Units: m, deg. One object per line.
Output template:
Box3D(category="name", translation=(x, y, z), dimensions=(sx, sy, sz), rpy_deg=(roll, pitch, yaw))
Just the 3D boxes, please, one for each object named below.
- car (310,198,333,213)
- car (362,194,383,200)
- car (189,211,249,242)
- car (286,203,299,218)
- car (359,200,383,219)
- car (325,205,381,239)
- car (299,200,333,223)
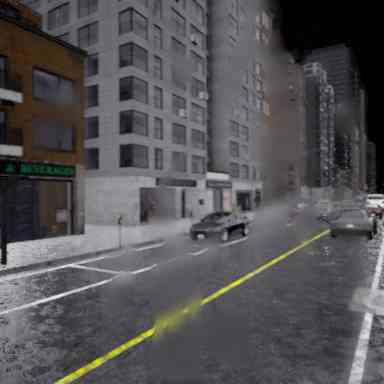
Box3D(category="car", translation=(15.888, 1.611, 40.708), dimensions=(1.967, 1.590, 4.097), rpy_deg=(-1, 0, 31))
Box3D(category="car", translation=(22.407, 1.341, 40.485), dimensions=(2.150, 2.045, 5.566), rpy_deg=(-1, 0, 30))
Box3D(category="car", translation=(1.534, 1.678, 17.104), dimensions=(1.947, 1.339, 4.313), rpy_deg=(-1, 0, 31))
Box3D(category="car", translation=(10.147, 1.729, 31.266), dimensions=(1.802, 1.307, 4.206), rpy_deg=(-1, 0, 31))
Box3D(category="car", translation=(16.297, 1.694, 30.281), dimensions=(1.895, 1.301, 4.718), rpy_deg=(-1, 0, 31))
Box3D(category="car", translation=(8.746, 1.625, 17.875), dimensions=(1.994, 1.385, 4.181), rpy_deg=(-1, -1, 32))
Box3D(category="car", translation=(10.252, 1.617, 26.492), dimensions=(1.837, 1.490, 4.892), rpy_deg=(-1, -1, 31))
